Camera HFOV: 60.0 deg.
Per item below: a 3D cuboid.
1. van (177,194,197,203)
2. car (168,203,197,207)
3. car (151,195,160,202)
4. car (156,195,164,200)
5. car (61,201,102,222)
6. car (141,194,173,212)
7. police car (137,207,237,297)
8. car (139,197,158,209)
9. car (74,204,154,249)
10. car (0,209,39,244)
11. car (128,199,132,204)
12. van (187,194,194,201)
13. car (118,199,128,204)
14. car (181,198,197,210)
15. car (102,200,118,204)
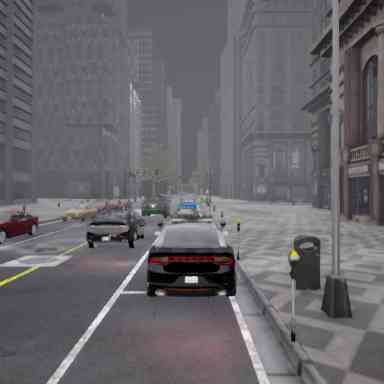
[{"bbox_3d":[-0.368,1.344,32.287,1.690,1.788,3.998,0,0,0],"label":"van"},{"bbox_3d":[-0.370,1.583,21.237,1.802,1.307,4.206,0,0,0],"label":"car"},{"bbox_3d":[-8.912,1.555,81.278,1.752,1.417,4.829,0,0,0],"label":"car"},{"bbox_3d":[-8.906,1.585,92.029,1.887,1.381,4.507,0,0,0],"label":"car"},{"bbox_3d":[-8.918,1.527,26.609,1.752,1.417,4.829,0,0,0],"label":"car"},{"bbox_3d":[-3.145,1.261,29.630,2.150,2.045,5.566,0,0,0],"label":"car"},{"bbox_3d":[-0.012,1.425,8.760,1.930,1.638,5.238,0,0,0],"label":"police car"},{"bbox_3d":[-6.145,1.528,47.601,2.128,1.511,4.902,0,0,0],"label":"car"},{"bbox_3d":[-3.145,1.497,14.600,2.128,1.511,4.902,0,0,0],"label":"car"},{"bbox_3d":[-8.916,1.545,15.728,1.887,1.381,4.507,0,0,0],"label":"car"},{"bbox_3d":[-8.922,1.550,43.355,1.887,1.381,4.507,0,0,0],"label":"car"},{"bbox_3d":[-0.380,1.376,86.847,1.690,1.788,3.998,0,0,0],"label":"van"},{"bbox_3d":[-8.921,1.548,37.830,1.887,1.381,4.507,0,0,0],"label":"car"},{"bbox_3d":[-0.367,1.550,43.337,1.887,1.381,4.507,0,0,0],"label":"car"},{"bbox_3d":[-8.919,1.547,32.304,1.887,1.381,4.507,0,0,0],"label":"car"}]
